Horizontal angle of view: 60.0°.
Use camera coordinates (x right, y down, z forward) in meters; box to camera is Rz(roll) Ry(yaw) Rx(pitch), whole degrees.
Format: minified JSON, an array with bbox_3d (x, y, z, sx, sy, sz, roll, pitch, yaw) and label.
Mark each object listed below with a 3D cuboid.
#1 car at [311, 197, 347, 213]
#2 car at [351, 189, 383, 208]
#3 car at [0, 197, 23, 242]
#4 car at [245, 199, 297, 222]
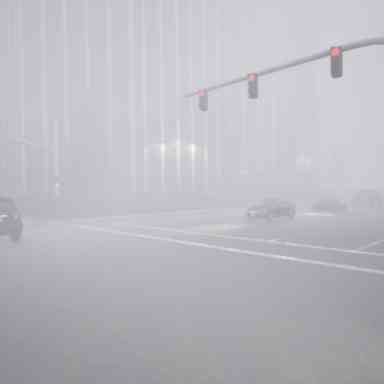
[{"bbox_3d":[12.910,1.182,31.296,4.181,1.385,1.994,-1,0,-45],"label":"car"},{"bbox_3d":[20.461,0.681,38.728,2.150,2.045,5.566,-1,0,45],"label":"car"},{"bbox_3d":[-9.848,1.276,15.732,2.150,2.045,5.566,-1,0,-44],"label":"car"},{"bbox_3d":[5.832,1.257,24.325,4.902,1.511,2.128,-1,0,-45],"label":"car"}]
